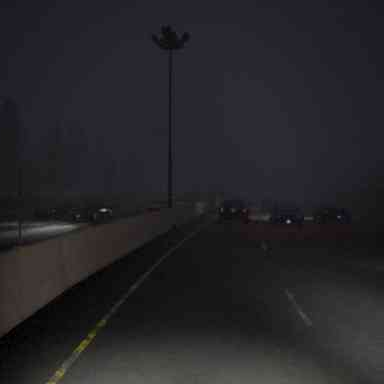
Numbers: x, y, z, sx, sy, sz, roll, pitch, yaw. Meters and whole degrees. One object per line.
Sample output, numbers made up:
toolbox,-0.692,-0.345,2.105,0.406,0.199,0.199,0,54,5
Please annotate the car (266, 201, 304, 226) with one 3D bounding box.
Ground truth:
car,6.380,1.557,22.905,1.895,1.301,4.718,0,0,9

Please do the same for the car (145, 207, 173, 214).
car,-3.057,1.392,31.284,1.882,1.535,5.008,0,0,10

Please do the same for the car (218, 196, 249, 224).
car,3.163,1.296,24.771,2.097,1.767,4.553,0,0,9

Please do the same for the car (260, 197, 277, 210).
car,9.355,1.396,40.505,1.882,1.535,5.008,0,0,10

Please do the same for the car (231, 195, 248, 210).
car,6.087,1.261,42.156,2.097,1.767,4.553,0,0,10

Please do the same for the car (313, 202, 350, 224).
car,10.188,1.487,24.418,1.812,1.442,4.674,0,0,10
